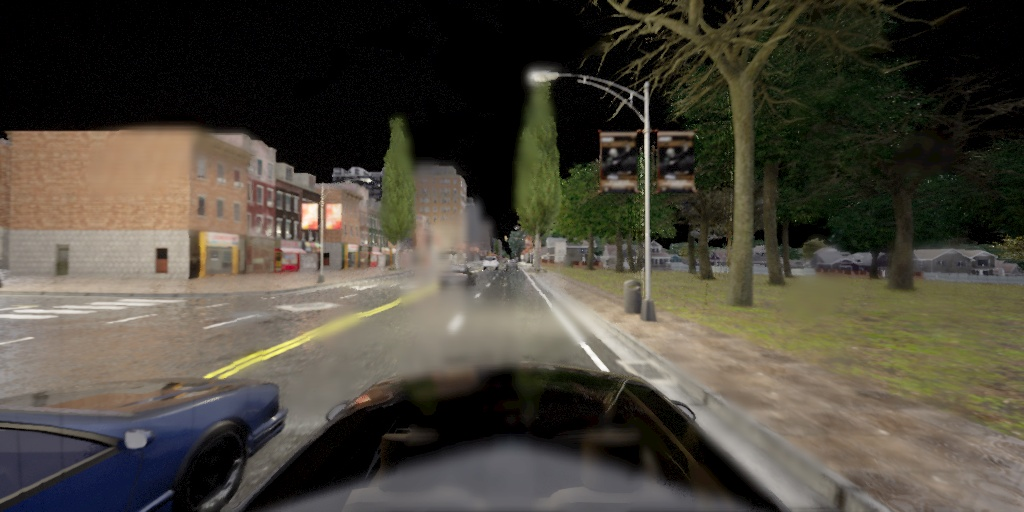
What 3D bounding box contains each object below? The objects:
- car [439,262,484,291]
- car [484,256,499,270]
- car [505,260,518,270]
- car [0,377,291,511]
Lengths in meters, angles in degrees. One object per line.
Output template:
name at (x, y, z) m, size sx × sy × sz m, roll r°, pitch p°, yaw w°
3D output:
car at (-3.155, 1.260, 21.823) m, size 2.128 × 1.511 × 4.902 m, roll 0°, pitch 0°, yaw 0°
car at (-3.266, 1.090, 55.702) m, size 2.150 × 2.045 × 5.566 m, roll 0°, pitch 0°, yaw 0°
car at (-0.016, 1.364, 56.291) m, size 2.128 × 1.511 × 4.902 m, roll 0°, pitch 0°, yaw 0°
car at (-3.149, 1.297, 1.110) m, size 2.033 × 1.411 × 5.357 m, roll 0°, pitch 0°, yaw 0°
